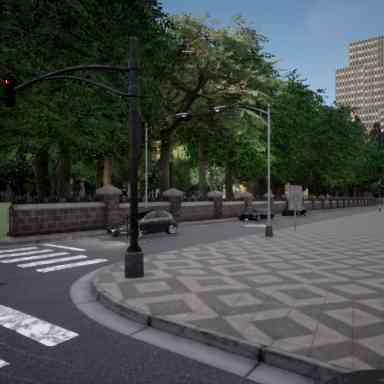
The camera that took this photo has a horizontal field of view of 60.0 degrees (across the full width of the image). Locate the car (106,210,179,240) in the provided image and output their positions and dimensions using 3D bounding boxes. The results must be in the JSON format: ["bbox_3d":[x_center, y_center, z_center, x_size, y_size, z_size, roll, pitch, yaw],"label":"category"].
[{"bbox_3d":[-2.720,1.825,19.308,1.837,1.490,4.892,0,-1,35],"label":"car"}]

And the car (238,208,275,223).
[{"bbox_3d":[6.238,2.242,31.997,1.895,1.301,4.718,0,-1,35],"label":"car"}]

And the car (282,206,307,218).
[{"bbox_3d":[12.706,2.354,41.115,1.882,1.535,5.008,0,-1,36],"label":"car"}]

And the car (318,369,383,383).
[{"bbox_3d":[2.518,1.551,1.167,4.403,1.369,2.008,0,0,36],"label":"car"}]
